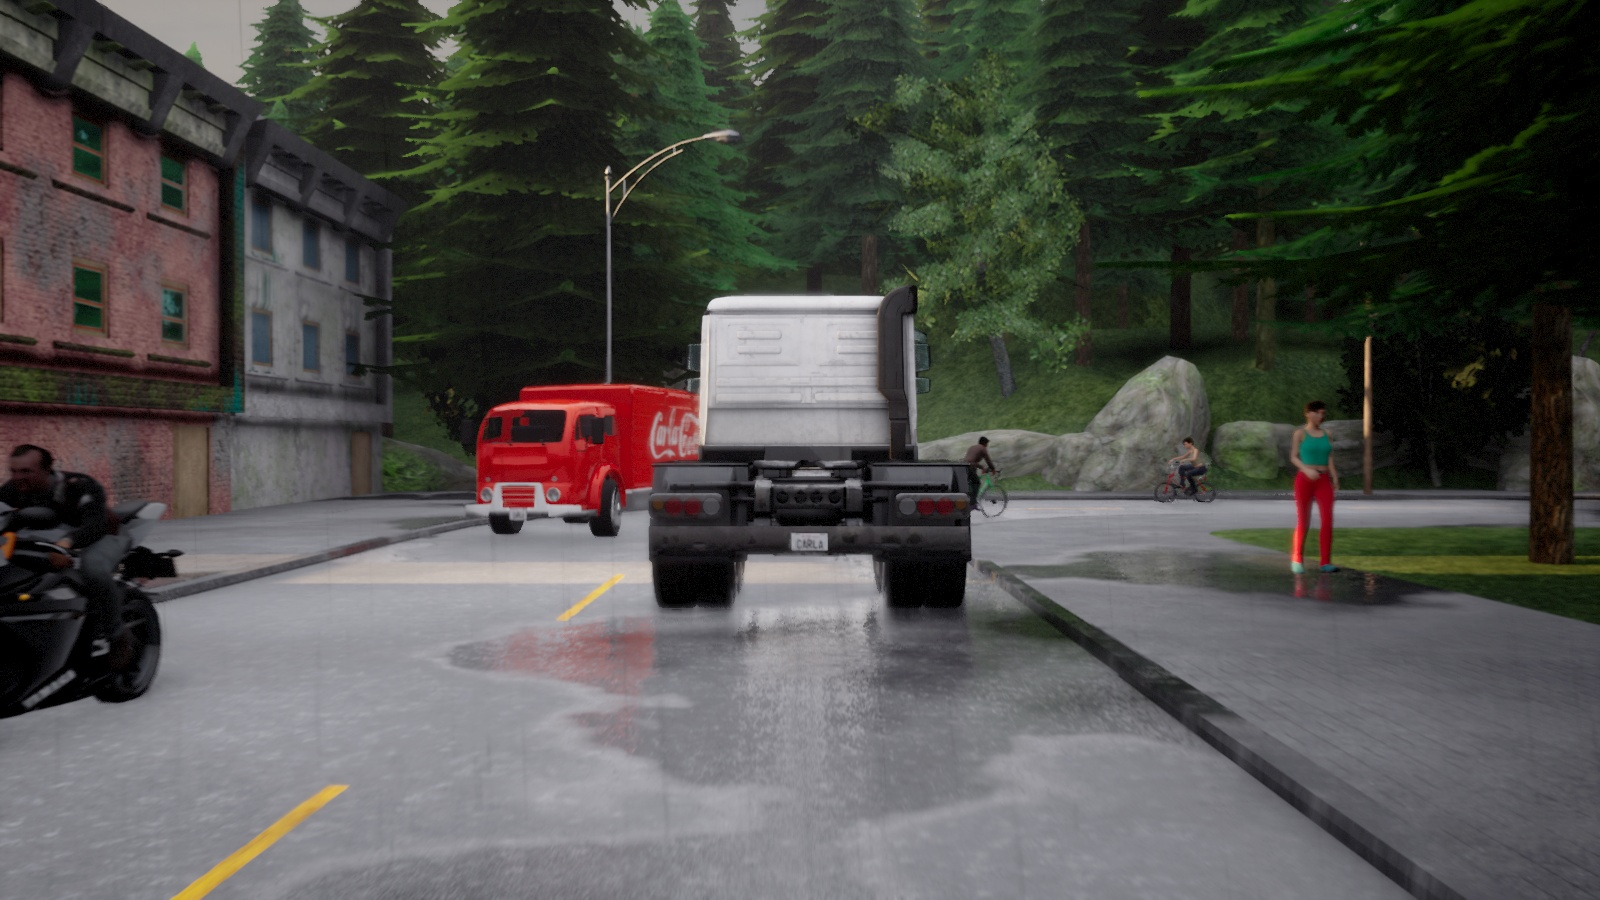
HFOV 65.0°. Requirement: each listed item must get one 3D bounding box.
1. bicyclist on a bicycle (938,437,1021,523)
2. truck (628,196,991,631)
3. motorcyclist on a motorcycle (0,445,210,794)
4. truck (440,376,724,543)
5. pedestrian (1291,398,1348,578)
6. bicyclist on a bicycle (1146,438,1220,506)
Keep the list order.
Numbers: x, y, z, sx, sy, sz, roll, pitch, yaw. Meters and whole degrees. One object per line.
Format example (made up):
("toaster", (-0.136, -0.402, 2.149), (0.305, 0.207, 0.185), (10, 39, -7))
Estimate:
("bicyclist on a bicycle", (3.496, 0.566, 24.405), (1.656, 1.620, 0.582), (0, 2, -38))
("truck", (0.096, -0.314, 13.973), (2.891, 3.462, 7.936), (0, 0, 0))
("motorcyclist on a motorcycle", (-3.949, 0.742, 6.378), (0.866, 1.530, 2.191), (0, 0, 0))
("truck", (-3.489, 0.137, 21.404), (2.627, 2.467, 5.204), (0, 0, 18))
("pedestrian", (5.399, 0.387, 13.064), (0.345, 1.836, 0.594), (0, 0, 0))
("bicyclist on a bicycle", (9.241, 0.520, 30.320), (1.509, 1.612, 0.866), (0, 1, -1))
